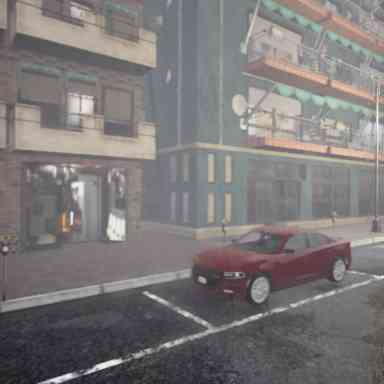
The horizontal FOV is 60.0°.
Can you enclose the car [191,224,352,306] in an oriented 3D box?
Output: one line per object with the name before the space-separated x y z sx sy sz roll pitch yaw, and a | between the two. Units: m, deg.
car | 2.043 1.517 8.005 4.507 1.381 1.887 0 1 -35
